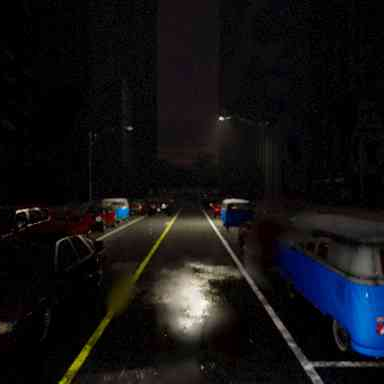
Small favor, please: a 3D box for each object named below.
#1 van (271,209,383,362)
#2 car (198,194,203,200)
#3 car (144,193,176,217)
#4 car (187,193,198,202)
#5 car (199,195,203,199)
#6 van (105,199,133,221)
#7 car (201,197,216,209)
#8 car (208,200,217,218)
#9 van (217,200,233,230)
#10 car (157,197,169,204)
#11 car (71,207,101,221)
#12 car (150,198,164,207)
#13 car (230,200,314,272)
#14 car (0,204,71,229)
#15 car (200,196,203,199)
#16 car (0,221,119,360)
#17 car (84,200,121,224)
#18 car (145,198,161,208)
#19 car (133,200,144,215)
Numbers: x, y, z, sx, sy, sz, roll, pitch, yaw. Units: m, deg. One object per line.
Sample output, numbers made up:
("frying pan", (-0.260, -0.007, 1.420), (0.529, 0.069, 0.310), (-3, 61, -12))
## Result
("van", (2.761, 1.357, 5.791), (1.690, 1.788, 3.998), (-1, 0, 0))
("car", (2.654, 1.662, 67.306), (1.752, 1.417, 4.829), (-1, 0, 0))
("car", (-3.051, 1.291, 33.184), (2.150, 2.045, 5.566), (0, 0, 0))
("car", (-0.110, 1.506, 73.912), (1.812, 1.442, 4.674), (0, 0, 0))
("car", (2.669, 1.676, 56.730), (2.008, 1.369, 4.403), (-1, 0, 0))
("van", (-5.812, 1.404, 24.730), (1.690, 1.788, 3.998), (-1, 0, 0))
("car", (2.685, 1.675, 46.324), (1.947, 1.339, 4.313), (-1, 0, 0))
("car", (2.708, 1.658, 30.716), (1.802, 1.307, 4.206), (-1, 0, 0))
("van", (2.756, 1.395, 21.054), (1.690, 1.788, 3.998), (-1, 0, 0))
("car", (-5.871, 1.688, 66.948), (2.008, 1.369, 4.403), (-1, 0, 0))
("car", (-5.795, 1.584, 14.958), (1.887, 1.381, 4.507), (-1, 0, 0))
("car", (-5.855, 1.708, 56.192), (1.802, 1.307, 4.206), (-1, 0, 0))
("car", (2.759, 1.343, 10.879), (2.192, 1.841, 5.009), (-1, 0, 0))
("car", (-5.791, 1.342, 10.072), (2.192, 1.841, 5.009), (-1, 0, 0))
("car", (2.677, 1.684, 51.528), (1.947, 1.339, 4.313), (-1, 0, 0))
("car", (-3.103, 1.566, 6.570), (2.033, 1.411, 5.357), (0, 0, 0))
("car", (-5.803, 1.491, 19.844), (1.967, 1.590, 4.097), (-1, 0, 0))
("car", (-5.848, 1.662, 50.815), (1.887, 1.381, 4.507), (-1, 0, 0))
("car", (-5.825, 1.526, 34.681), (1.967, 1.590, 4.097), (-1, 0, 0))
